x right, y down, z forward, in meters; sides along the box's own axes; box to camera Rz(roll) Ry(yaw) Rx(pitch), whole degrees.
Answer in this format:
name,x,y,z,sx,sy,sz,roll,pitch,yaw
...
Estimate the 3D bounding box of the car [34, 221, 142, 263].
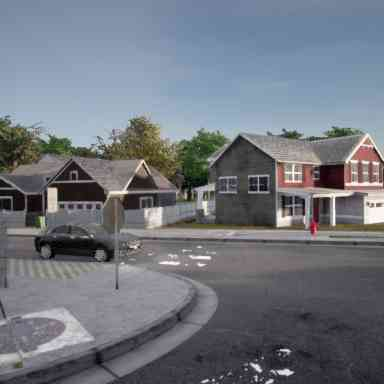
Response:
name,x,y,z,sx,sy,sz,roll,pitch,yaw
car,-4.415,2.000,14.006,4.892,1.490,1.837,-2,0,25
